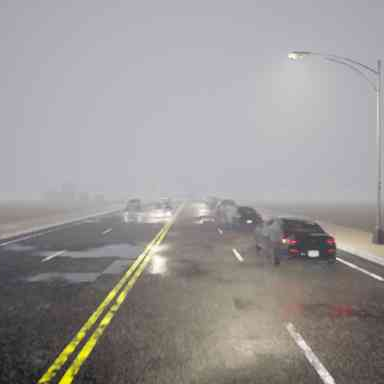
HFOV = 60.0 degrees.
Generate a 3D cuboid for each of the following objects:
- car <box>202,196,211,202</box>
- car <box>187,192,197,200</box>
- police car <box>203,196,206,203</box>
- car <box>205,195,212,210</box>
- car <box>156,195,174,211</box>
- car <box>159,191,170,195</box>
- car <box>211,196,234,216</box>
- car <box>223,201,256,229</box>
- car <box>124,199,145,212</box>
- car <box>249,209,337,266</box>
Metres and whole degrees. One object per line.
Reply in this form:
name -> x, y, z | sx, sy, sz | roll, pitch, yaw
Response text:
car -> 3.282, 1.558, 76.257 | 1.895, 1.301, 4.718 | 0, 0, 0
car -> 0.036, 1.101, 86.092 | 2.150, 2.045, 5.566 | 0, 0, 0
police car -> 3.273, 1.484, 54.227 | 2.038, 1.542, 4.974 | 0, 0, 0
car -> 3.268, 1.488, 43.257 | 2.163, 1.488, 4.792 | 0, 0, 0
car -> -3.322, 1.477, 41.084 | 2.128, 1.511, 4.902 | 0, 0, 0
car -> -6.467, 0.794, 79.045 | 2.150, 2.045, 5.566 | 0, 0, 0
car -> 3.263, 1.420, 32.227 | 2.033, 1.649, 4.856 | 0, 0, 0
car -> 3.259, 1.519, 21.227 | 1.812, 1.442, 4.674 | 0, 0, 0
car -> -6.575, 1.512, 38.640 | 1.812, 1.442, 4.674 | 0, 0, 0
car -> 3.352, 1.522, 11.457 | 1.812, 1.442, 4.674 | 0, 0, 0
